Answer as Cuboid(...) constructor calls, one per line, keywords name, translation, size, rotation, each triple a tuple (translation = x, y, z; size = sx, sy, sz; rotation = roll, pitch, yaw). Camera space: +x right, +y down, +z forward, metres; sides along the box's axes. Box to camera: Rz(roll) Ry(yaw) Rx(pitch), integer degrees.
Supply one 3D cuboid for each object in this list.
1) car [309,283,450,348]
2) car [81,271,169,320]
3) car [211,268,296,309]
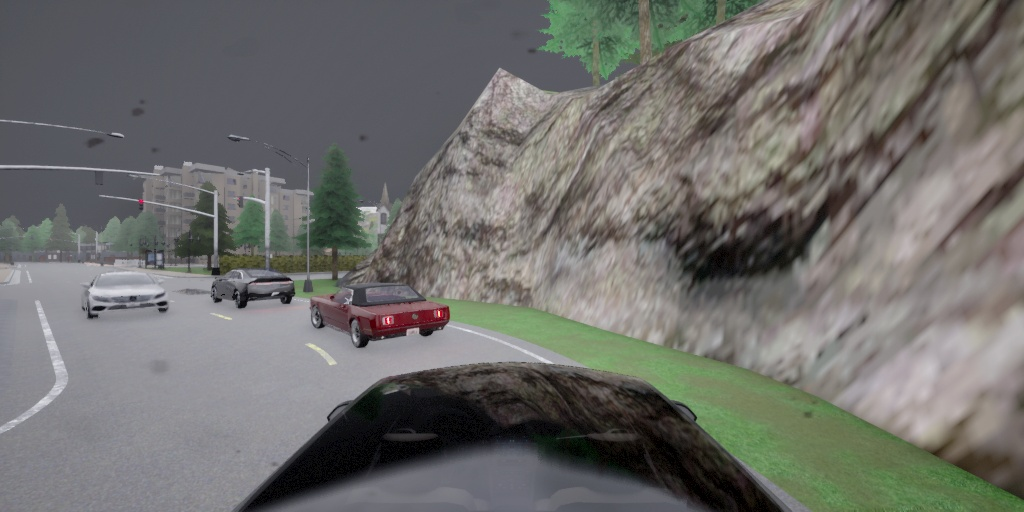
Cuboid(name="car", translation=(-3.683, 1.351, 9.361), size=(1.895, 1.301, 4.718), rotation=(0, 0, -44))
Cuboid(name="car", translation=(-13.890, 1.275, 12.815), size=(4.674, 1.442, 1.812), rotation=(0, 0, 37))
Cuboid(name="car", translation=(-10.967, 1.241, 15.095), size=(4.902, 1.511, 2.128), rotation=(0, 0, 37))
